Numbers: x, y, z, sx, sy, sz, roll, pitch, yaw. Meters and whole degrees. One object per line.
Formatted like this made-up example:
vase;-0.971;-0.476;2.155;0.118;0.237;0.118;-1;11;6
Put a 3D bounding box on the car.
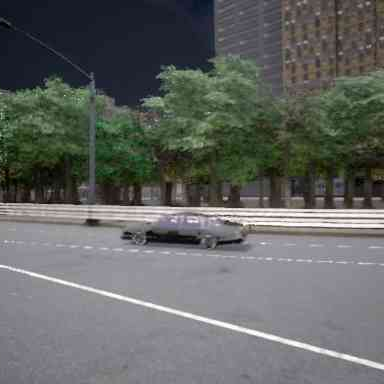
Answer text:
car;-0.333;1.581;14.133;5.357;1.411;2.033;0;0;18
